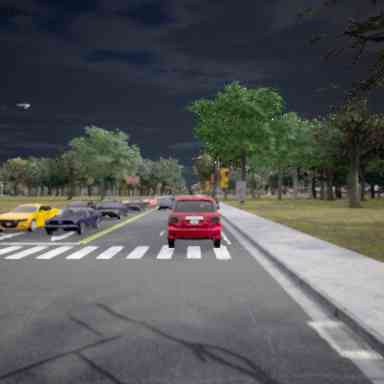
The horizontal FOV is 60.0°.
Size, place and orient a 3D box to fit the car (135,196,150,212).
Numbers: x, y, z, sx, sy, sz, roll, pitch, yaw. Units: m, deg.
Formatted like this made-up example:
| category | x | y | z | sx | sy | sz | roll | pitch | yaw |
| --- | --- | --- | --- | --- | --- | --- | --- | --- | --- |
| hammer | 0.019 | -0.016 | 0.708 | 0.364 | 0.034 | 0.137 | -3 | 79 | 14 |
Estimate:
| category | x | y | z | sx | sy | sz | roll | pitch | yaw |
| --- | --- | --- | --- | --- | --- | --- | --- | --- | --- |
| car | -6.517 | 1.534 | 38.635 | 2.033 | 1.411 | 5.357 | 0 | 0 | 0 |

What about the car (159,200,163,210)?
| category | x | y | z | sx | sy | sz | roll | pitch | yaw |
| --- | --- | --- | --- | --- | --- | --- | --- | --- | --- |
| car | -3.131 | 1.552 | 43.170 | 1.994 | 1.385 | 4.181 | 0 | 0 | 0 |

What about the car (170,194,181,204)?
| category | x | y | z | sx | sy | sz | roll | pitch | yaw |
| --- | --- | --- | --- | --- | --- | --- | --- | --- | --- |
| car | -3.125 | 1.349 | 63.580 | 2.097 | 1.767 | 4.553 | 0 | 0 | -2 |

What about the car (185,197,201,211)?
| category | x | y | z | sx | sy | sz | roll | pitch | yaw |
| --- | --- | --- | --- | --- | --- | --- | --- | --- | --- |
| car | 0.118 | 1.465 | 41.571 | 1.882 | 1.535 | 5.008 | 0 | 0 | 0 |

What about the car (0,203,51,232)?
| category | x | y | z | sx | sy | sz | roll | pitch | yaw |
| --- | --- | --- | --- | --- | --- | --- | --- | --- | --- |
| car | -9.828 | 1.466 | 20.347 | 1.882 | 1.535 | 5.008 | 0 | 0 | 0 |

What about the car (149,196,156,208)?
| category | x | y | z | sx | sy | sz | roll | pitch | yaw |
| --- | --- | --- | --- | --- | --- | --- | --- | --- | --- |
| car | -6.479 | 1.342 | 48.868 | 2.097 | 1.767 | 4.553 | 0 | 0 | 0 |

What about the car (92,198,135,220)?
| category | x | y | z | sx | sy | sz | roll | pitch | yaw |
| --- | --- | --- | --- | --- | --- | --- | --- | --- | --- |
| car | -6.576 | 1.534 | 28.505 | 2.033 | 1.411 | 5.357 | 0 | 0 | 0 |

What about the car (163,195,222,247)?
| category | x | y | z | sx | sy | sz | roll | pitch | yaw |
| --- | --- | --- | --- | --- | --- | --- | --- | --- | --- |
| car | 0.113 | 1.212 | 15.078 | 2.150 | 2.045 | 5.566 | 0 | 0 | 1 |

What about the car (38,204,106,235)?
| category | x | y | z | sx | sy | sz | roll | pitch | yaw |
| --- | --- | --- | --- | --- | --- | --- | --- | --- | --- |
| car | -6.590 | 1.590 | 18.898 | 1.895 | 1.301 | 4.718 | 0 | 0 | 0 |

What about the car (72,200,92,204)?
| category | x | y | z | sx | sy | sz | roll | pitch | yaw |
| --- | --- | --- | --- | --- | --- | --- | --- | --- | --- |
| car | -9.819 | 1.491 | 29.646 | 1.837 | 1.490 | 4.892 | 0 | 0 | 0 |
